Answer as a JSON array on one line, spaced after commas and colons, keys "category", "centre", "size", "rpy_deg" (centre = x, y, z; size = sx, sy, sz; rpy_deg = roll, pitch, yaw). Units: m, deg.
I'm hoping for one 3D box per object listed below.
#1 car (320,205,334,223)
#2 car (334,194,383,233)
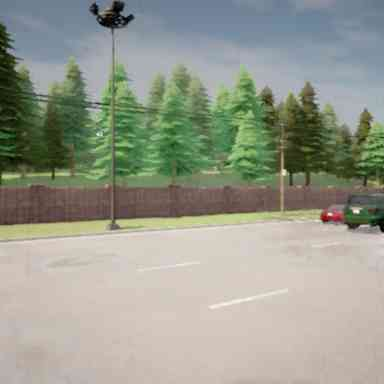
[{"category": "car", "centre": [10.794, 1.429, 22.935], "size": [4.181, 1.385, 1.994], "rpy_deg": [0, 0, -32]}, {"category": "car", "centre": [10.933, 1.104, 18.911], "size": [5.566, 2.045, 2.150], "rpy_deg": [-1, 0, -32]}]
